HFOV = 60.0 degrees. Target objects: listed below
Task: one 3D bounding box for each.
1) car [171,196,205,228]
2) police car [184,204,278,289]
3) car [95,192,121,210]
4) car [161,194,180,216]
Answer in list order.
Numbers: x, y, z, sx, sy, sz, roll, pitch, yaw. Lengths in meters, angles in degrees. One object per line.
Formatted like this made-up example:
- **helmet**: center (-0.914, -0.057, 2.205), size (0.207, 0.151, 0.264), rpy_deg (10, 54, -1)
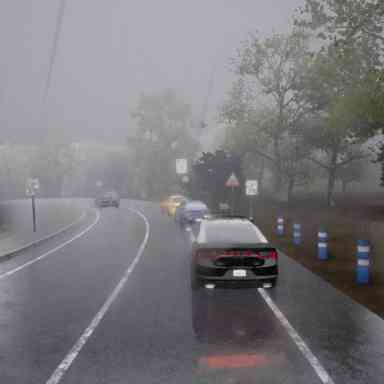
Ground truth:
- **car**: center (0.038, 1.201, 19.362), size (1.812, 1.442, 4.674), rpy_deg (-1, 2, -8)
- **police car**: center (0.866, 1.369, 9.187), size (1.930, 1.638, 5.238), rpy_deg (0, 1, -2)
- **car**: center (-8.577, 1.019, 33.518), size (1.895, 1.301, 4.718), rpy_deg (-3, 2, -23)
- **car**: center (-1.216, 0.937, 25.693), size (1.801, 1.575, 5.366), rpy_deg (-2, 2, -14)
